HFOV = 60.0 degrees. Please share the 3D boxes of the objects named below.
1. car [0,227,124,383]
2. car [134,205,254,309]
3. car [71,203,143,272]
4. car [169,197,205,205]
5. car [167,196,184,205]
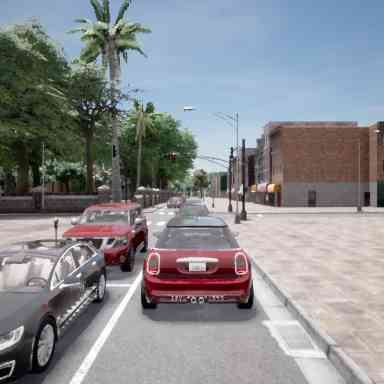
[{"bbox_3d":[-2.638,1.551,5.489,2.008,1.369,4.403,0,0,0],"label":"car"},{"bbox_3d":[0.098,1.354,8.028,2.097,1.767,4.553,0,0,0],"label":"car"},{"bbox_3d":[-2.639,1.318,10.953,2.192,1.841,5.009,0,0,0],"label":"car"},{"bbox_3d":[0.075,1.363,17.802,2.097,1.767,4.553,0,0,-1],"label":"car"},{"bbox_3d":[-2.640,1.543,49.102,1.967,1.590,4.097,0,0,0],"label":"car"}]
